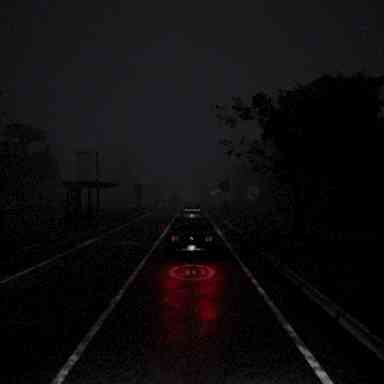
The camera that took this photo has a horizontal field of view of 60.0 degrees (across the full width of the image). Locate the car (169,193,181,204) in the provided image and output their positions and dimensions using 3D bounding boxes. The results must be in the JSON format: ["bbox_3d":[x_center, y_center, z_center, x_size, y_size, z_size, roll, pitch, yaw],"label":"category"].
[{"bbox_3d":[-3.280,1.266,65.967,2.150,2.045,5.566,0,1,0],"label":"car"}]

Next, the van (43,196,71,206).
[{"bbox_3d":[-22.019,1.653,53.976,4.442,1.987,1.878,0,0,0],"label":"van"}]

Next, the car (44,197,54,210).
[{"bbox_3d":[-22.152,1.846,45.649,4.792,1.488,2.163,0,0,0],"label":"car"}]

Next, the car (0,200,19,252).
[{"bbox_3d":[-8.959,1.322,10.461,5.566,2.045,2.435,0,0,0],"label":"car"}]

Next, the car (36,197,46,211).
[{"bbox_3d":[-22.112,1.797,42.875,4.892,1.521,2.231,0,0,0],"label":"car"}]

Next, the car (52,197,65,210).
[{"bbox_3d":[-21.941,1.834,48.424,5.366,1.575,1.946,0,0,0],"label":"car"}]

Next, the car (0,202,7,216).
[{"bbox_3d":[-22.103,1.777,34.549,4.674,1.452,2.002,0,0,0],"label":"car"}]

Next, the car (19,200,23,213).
[{"bbox_3d":[-22.141,1.631,37.325,4.553,1.767,2.185,0,0,0],"label":"car"}]

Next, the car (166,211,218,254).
[{"bbox_3d":[0.000,1.713,14.088,1.895,1.301,4.718,0,0,0],"label":"car"}]

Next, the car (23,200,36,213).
[{"bbox_3d":[-22.120,1.776,40.100,5.008,1.535,2.097,0,0,0],"label":"car"}]

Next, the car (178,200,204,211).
[{"bbox_3d":[0.000,1.699,29.310,2.128,1.511,4.902,0,0,0],"label":"car"}]
